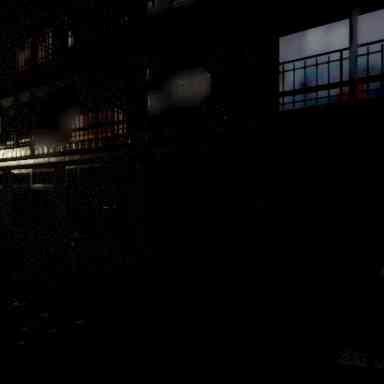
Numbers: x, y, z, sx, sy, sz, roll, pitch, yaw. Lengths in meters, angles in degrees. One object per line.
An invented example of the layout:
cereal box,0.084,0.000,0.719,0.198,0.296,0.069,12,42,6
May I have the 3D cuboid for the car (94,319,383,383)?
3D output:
car,1.071,1.582,2.110,4.206,1.307,1.802,0,0,35
